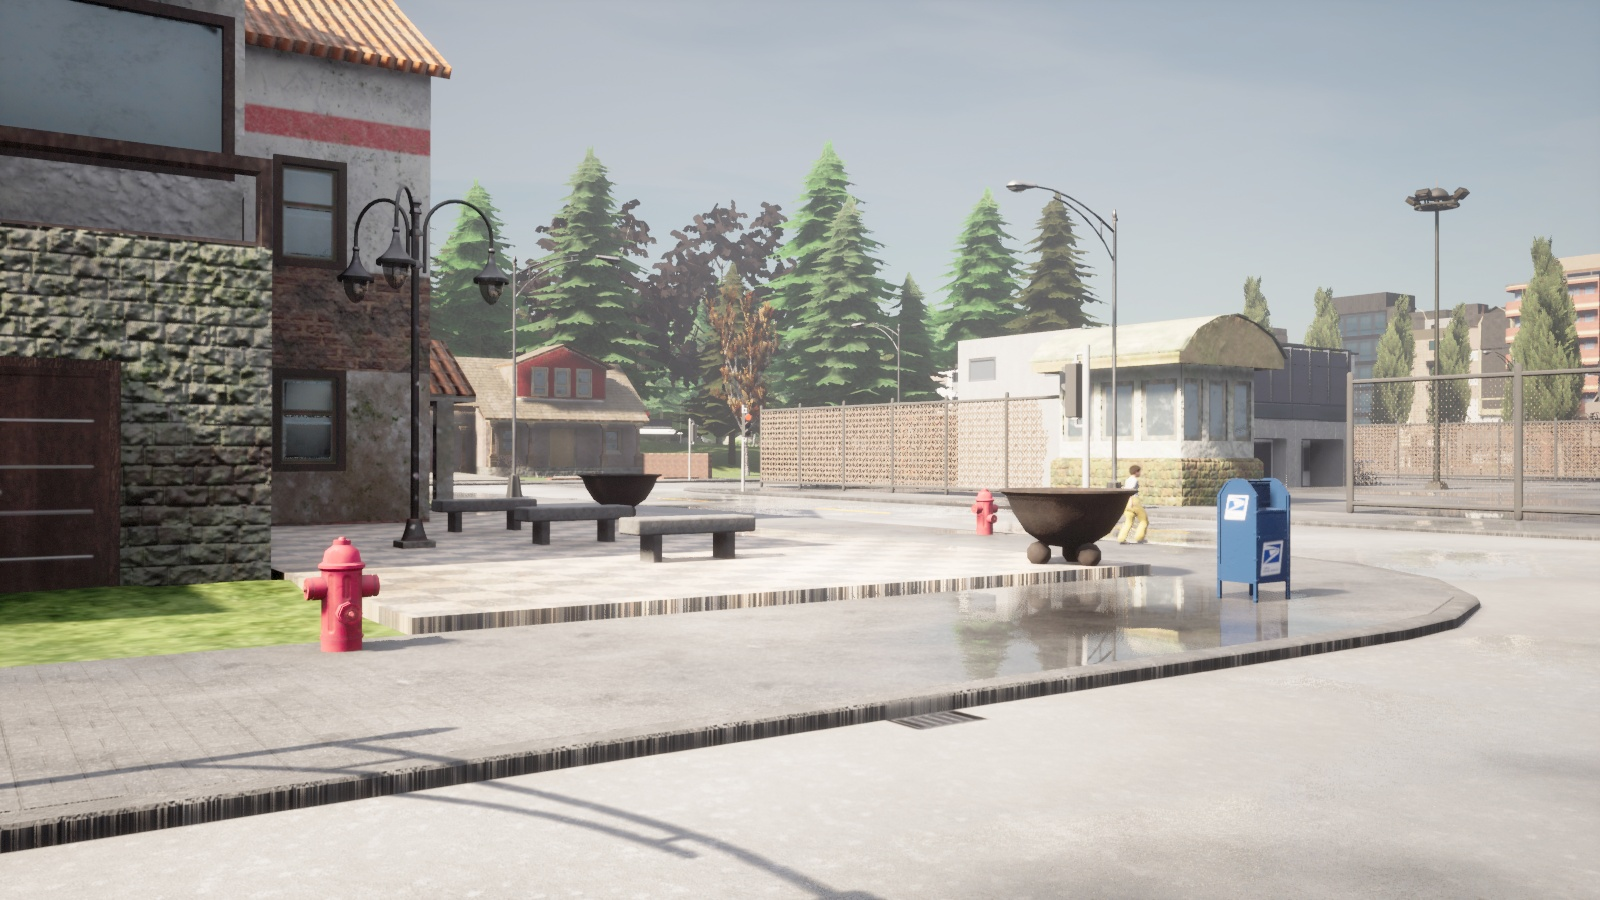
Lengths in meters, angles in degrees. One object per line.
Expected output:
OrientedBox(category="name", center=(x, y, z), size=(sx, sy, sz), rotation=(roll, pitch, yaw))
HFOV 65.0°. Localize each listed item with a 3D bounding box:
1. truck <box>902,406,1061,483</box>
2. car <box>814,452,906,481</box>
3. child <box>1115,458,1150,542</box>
OrientedBox(category="truck", center=(9.575, -0.279, 65.762), size=(8.468, 3.827, 2.891), rotation=(0, 0, -34))
OrientedBox(category="car", center=(3.182, 0.847, 66.232), size=(4.514, 1.525, 2.007), rotation=(0, 0, -35))
OrientedBox(category="child", center=(5.087, 0.761, 19.207), size=(0.437, 1.263, 0.270), rotation=(0, 0, -15))
